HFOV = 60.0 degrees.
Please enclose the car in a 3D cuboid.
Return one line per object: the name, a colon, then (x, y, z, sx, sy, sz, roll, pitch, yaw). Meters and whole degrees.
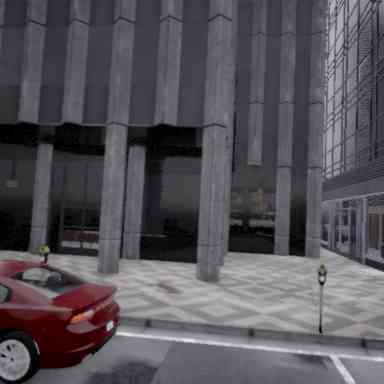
car: (-3.418, 1.749, 5.224, 4.507, 1.381, 1.887, 2, -4, 8)
